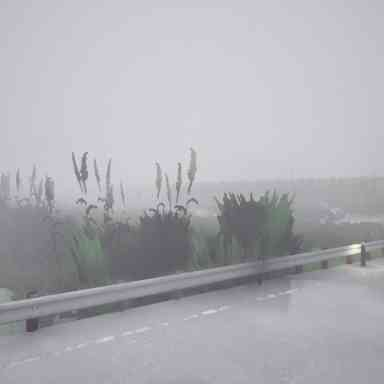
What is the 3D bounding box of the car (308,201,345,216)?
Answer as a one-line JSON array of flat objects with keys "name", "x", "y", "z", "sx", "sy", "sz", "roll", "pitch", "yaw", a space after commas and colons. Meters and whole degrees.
[{"name": "car", "x": 10.859, "y": 1.572, "z": 29.002, "sx": 2.097, "sy": 1.767, "sz": 4.553, "roll": -1, "pitch": 1, "yaw": -43}]
